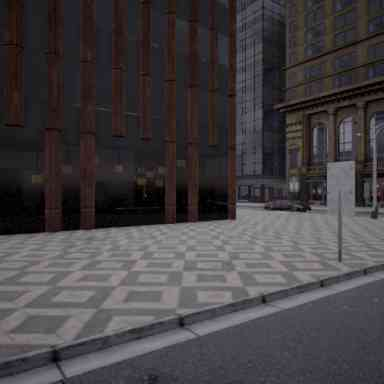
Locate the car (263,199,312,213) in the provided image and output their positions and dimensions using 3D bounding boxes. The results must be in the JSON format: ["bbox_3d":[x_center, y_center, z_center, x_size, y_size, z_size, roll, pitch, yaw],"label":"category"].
[{"bbox_3d":[10.173,1.472,35.848,2.033,1.411,5.357,0,0,-35],"label":"car"}]
